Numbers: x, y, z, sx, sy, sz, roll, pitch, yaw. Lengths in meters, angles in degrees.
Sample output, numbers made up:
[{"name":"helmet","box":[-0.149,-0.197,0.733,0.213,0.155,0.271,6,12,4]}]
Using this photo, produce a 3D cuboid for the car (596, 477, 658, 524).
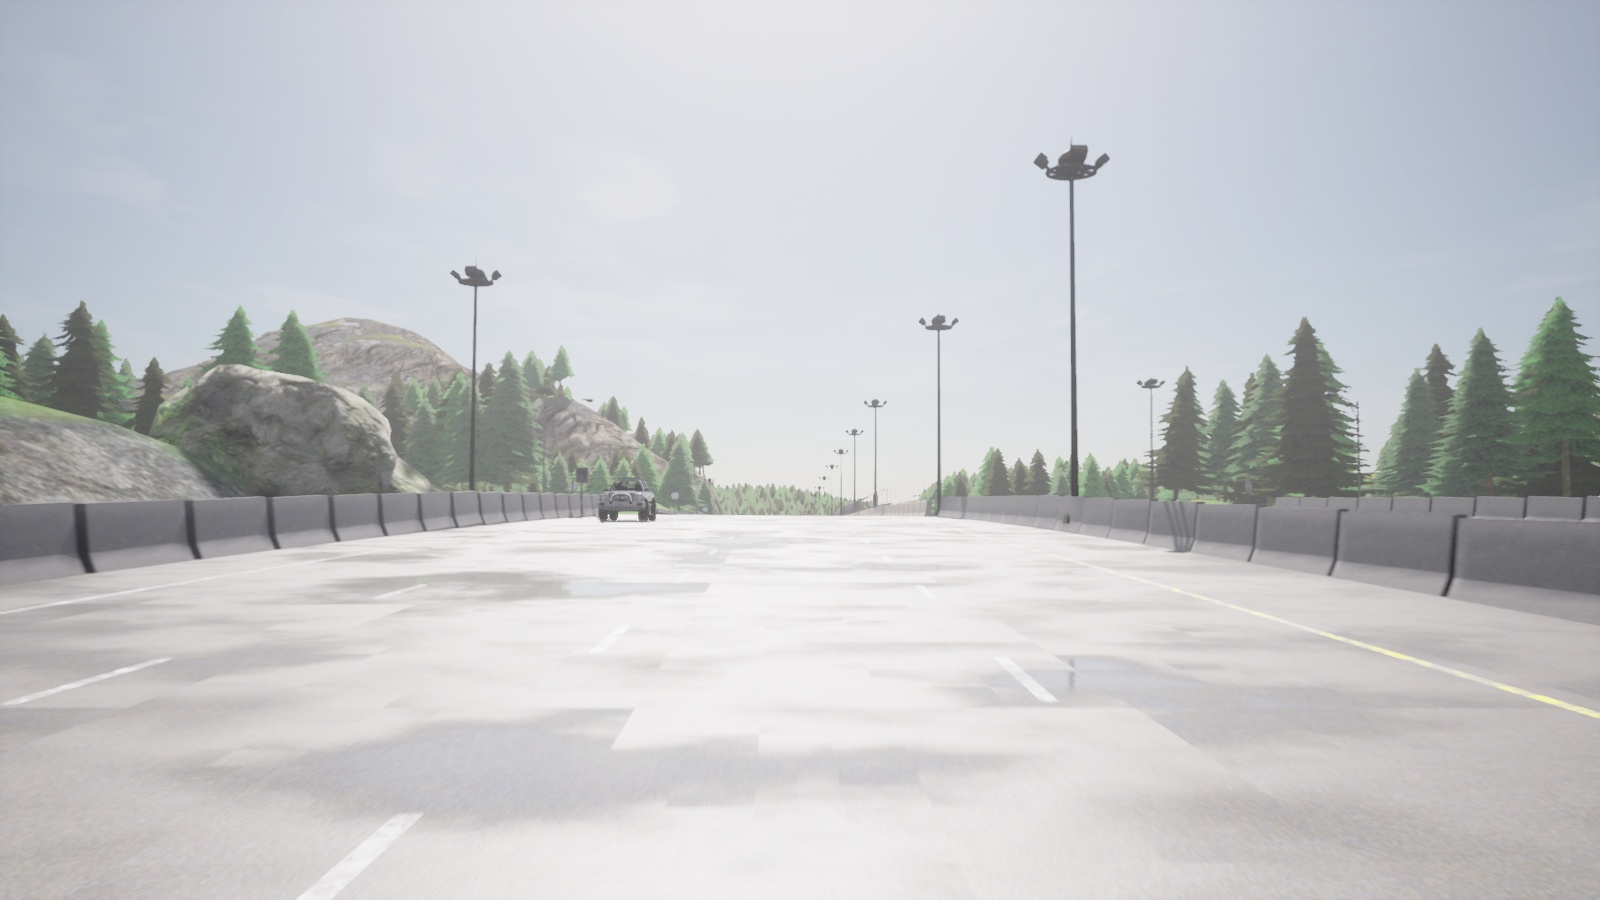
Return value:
[{"name":"car","box":[-7.125,2.096,52.208,1.932,1.855,4.605,0,-2,0]}]
